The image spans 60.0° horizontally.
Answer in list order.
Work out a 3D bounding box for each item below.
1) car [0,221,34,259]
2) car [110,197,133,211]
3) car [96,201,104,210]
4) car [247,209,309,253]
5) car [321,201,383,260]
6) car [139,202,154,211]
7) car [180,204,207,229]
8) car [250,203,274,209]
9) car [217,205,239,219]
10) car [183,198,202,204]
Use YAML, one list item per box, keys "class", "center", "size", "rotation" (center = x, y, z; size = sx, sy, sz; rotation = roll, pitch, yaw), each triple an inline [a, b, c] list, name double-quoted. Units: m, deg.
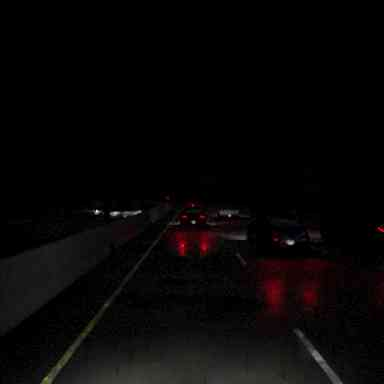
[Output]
- class: "car"
  center: [-7.100, 1.685, 11.180]
  size: [1.994, 1.385, 4.181]
  rotation: [0, -1, 0]
- class: "car"
  center: [-10.636, 1.855, 51.792]
  size: [2.150, 2.045, 5.566]
  rotation: [0, -1, -1]
- class: "car"
  center: [-14.199, 2.146, 54.199]
  size: [1.882, 1.535, 5.008]
  rotation: [0, -1, -1]
- class: "car"
  center: [3.599, 1.684, 14.450]
  size: [1.812, 1.442, 4.674]
  rotation: [0, -1, 0]
- class: "car"
  center: [7.100, 1.366, 13.244]
  size: [2.150, 2.045, 5.566]
  rotation: [0, -1, 0]
- class: "car"
  center: [-7.153, 2.246, 52.580]
  size: [1.895, 1.301, 4.718]
  rotation: [0, -1, -1]
- class: "car"
  center: [0.100, 1.792, 23.641]
  size: [1.812, 1.442, 4.674]
  rotation: [0, -1, 0]
- class: "car"
  center: [7.098, 1.893, 33.473]
  size: [1.837, 1.490, 4.892]
  rotation: [0, -1, 0]
- class: "car"
  center: [3.598, 1.997, 34.067]
  size: [1.895, 1.301, 4.718]
  rotation: [0, -1, 0]
- class: "car"
  center: [0.098, 1.706, 41.004]
  size: [2.150, 2.045, 5.566]
  rotation: [0, -1, 0]
